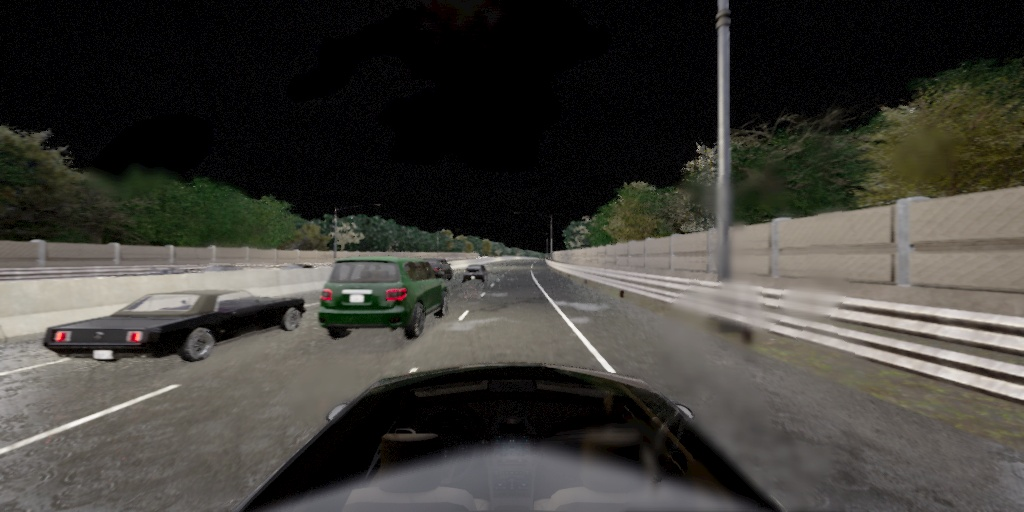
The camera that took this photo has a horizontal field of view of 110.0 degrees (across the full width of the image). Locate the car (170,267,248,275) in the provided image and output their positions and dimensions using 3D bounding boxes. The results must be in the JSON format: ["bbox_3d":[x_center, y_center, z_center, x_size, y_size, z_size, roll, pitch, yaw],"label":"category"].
[{"bbox_3d":[-20.853,1.475,25.797,2.033,1.411,5.357,0,0,1],"label":"car"}]

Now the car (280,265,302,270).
[{"bbox_3d":[-17.279,1.456,28.597,1.837,1.490,4.892,0,0,1],"label":"car"}]

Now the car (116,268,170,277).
[{"bbox_3d":[-24.364,1.519,24.936,1.895,1.301,4.718,0,0,1],"label":"car"}]

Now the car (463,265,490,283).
[{"bbox_3d":[-3.034,1.482,30.740,1.837,1.490,4.892,0,0,1],"label":"car"}]

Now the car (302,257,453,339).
[{"bbox_3d":[-3.361,1.043,10.493,2.150,2.045,5.566,0,0,0],"label":"car"}]

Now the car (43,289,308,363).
[{"bbox_3d":[-6.874,1.400,8.267,1.895,1.301,4.718,0,0,0],"label":"car"}]

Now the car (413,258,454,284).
[{"bbox_3d":[-6.539,1.196,30.700,2.150,2.045,5.566,0,0,1],"label":"car"}]
